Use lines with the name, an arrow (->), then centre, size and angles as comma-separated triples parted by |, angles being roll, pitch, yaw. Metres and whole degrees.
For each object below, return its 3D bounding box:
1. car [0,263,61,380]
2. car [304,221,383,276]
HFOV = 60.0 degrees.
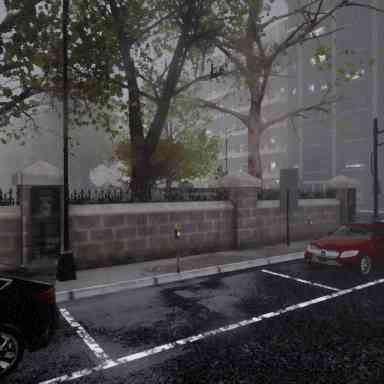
car -> -3.822, 1.566, 3.864 | 4.313, 1.339, 1.947 | 0, 0, -35
car -> 5.251, 1.581, 10.206 | 4.206, 1.307, 1.802 | 0, 0, -35
